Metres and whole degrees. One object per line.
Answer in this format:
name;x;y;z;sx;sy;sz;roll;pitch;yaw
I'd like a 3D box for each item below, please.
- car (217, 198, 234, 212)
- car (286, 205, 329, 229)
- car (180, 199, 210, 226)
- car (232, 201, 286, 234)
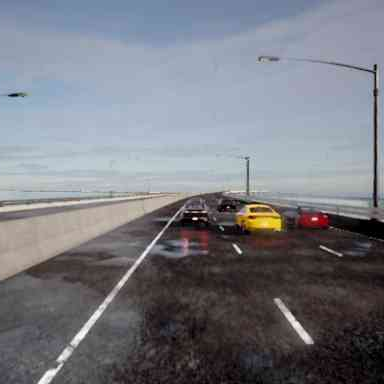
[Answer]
car;3.883;1.454;37.775;1.882;1.535;5.008;0;0;1
car;7.200;1.555;21.483;1.994;1.385;4.181;0;0;0
car;0.217;1.481;23.442;2.128;1.511;4.902;0;0;1
car;3.682;1.470;19.167;1.882;1.535;5.008;0;0;0
